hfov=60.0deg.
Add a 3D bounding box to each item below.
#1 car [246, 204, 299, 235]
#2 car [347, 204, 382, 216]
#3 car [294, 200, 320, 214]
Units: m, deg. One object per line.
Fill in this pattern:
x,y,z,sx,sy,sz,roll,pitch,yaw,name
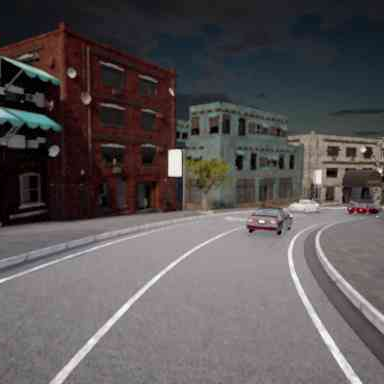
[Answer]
4.652,1.595,19.446,2.033,1.411,5.357,3,1,25,car
19.832,2.003,38.087,4.718,1.301,1.895,2,3,-38,car
12.301,1.564,36.340,4.674,1.442,1.812,1,3,-44,car
